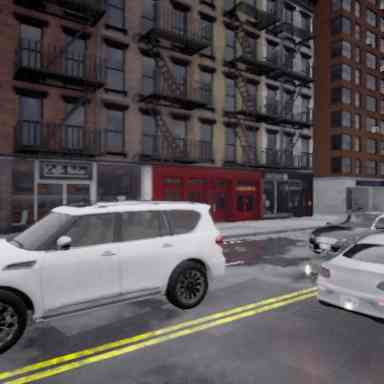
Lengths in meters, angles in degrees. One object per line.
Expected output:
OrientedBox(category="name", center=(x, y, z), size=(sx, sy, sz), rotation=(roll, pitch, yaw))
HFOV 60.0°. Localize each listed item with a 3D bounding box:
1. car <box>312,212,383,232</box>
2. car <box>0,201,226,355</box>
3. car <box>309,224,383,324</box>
OrientedBox(category="car", center=(6.280, 1.495, 12.163), size=(4.902, 1.511, 2.128), rotation=(0, 0, -36))
OrientedBox(category="car", center=(-1.880, 1.223, 6.341), size=(5.566, 2.045, 2.150), rotation=(0, 0, -35))
OrientedBox(category="car", center=(4.330, 1.528, 6.533), size=(4.674, 1.442, 1.812), rotation=(0, 0, -36))
